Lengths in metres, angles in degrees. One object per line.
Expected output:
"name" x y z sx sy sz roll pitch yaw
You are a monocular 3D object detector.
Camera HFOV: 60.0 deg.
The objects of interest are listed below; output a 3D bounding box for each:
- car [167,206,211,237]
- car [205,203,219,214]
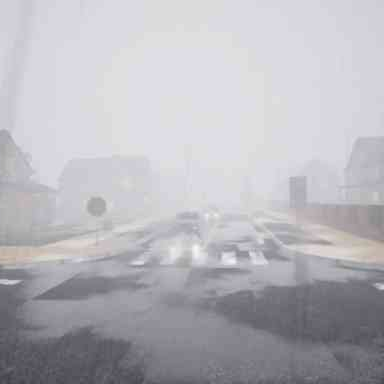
"car" -0.195 1.857 20.316 2.033 1.411 5.357 -1 -1 7
"car" 2.722 2.168 45.760 1.994 1.385 4.181 -1 -1 7
